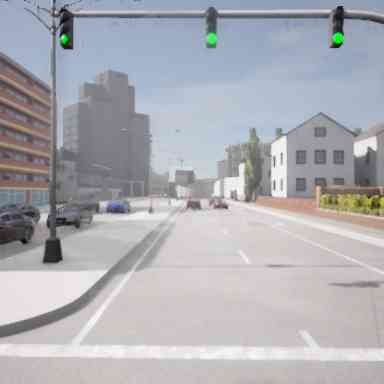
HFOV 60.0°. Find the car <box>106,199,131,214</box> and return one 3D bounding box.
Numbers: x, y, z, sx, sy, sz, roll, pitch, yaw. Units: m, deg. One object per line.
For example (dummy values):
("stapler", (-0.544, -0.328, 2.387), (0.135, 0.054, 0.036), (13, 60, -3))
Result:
("car", (-7.888, 1.505, 36.033), (1.882, 1.535, 5.008), (0, 0, 1))

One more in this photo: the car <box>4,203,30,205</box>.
("car", (-11.478, 1.507, 21.329), (2.128, 1.511, 4.902), (0, 0, 0))

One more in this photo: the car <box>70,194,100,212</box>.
("car", (-11.395, 1.237, 35.230), (2.150, 2.045, 5.566), (0, 1, 1))

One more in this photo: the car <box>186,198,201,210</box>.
("car", (0.236, 1.511, 43.768), (1.882, 1.535, 5.008), (0, 0, 0))

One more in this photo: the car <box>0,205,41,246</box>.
("car", (-8.024, 1.501, 13.133), (2.128, 1.511, 4.902), (0, 0, 0))

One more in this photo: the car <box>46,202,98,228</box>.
("car", (-7.988, 1.580, 22.047), (1.994, 1.385, 4.181), (0, 0, -1))

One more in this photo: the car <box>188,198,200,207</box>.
("car", (0.293, 1.642, 54.214), (1.895, 1.301, 4.718), (0, 0, 0))

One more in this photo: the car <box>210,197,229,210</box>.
("car", (3.738, 1.635, 44.195), (1.895, 1.301, 4.718), (0, 0, 0))

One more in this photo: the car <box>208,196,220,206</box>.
("car", (3.792, 1.393, 54.135), (2.097, 1.767, 4.553), (0, 0, 0))
